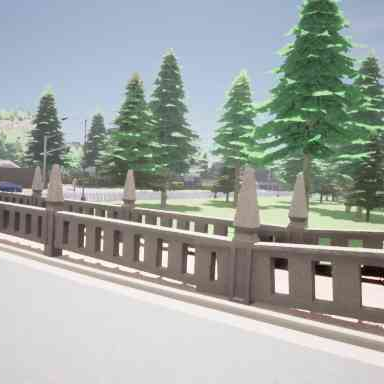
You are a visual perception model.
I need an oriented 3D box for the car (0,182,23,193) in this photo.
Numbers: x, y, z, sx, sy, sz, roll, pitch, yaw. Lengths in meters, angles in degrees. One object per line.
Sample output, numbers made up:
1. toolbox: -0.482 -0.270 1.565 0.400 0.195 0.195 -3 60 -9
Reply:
1. car: -21.385 -0.402 36.980 1.812 1.442 4.674 4 3 37
